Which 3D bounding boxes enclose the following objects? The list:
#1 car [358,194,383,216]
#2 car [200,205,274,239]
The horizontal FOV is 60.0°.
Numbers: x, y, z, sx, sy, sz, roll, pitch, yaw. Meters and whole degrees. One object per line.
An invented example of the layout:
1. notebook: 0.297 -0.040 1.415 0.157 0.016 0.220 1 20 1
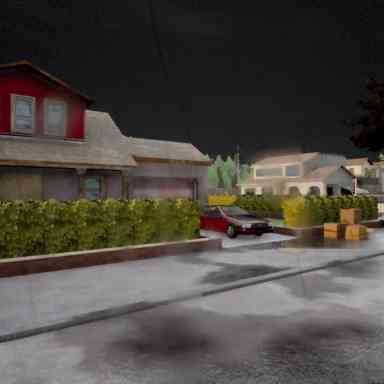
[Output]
1. car: 15.733 1.221 26.730 2.150 2.045 5.566 0 0 -36
2. car: 1.536 1.356 16.530 2.033 1.415 5.357 0 0 -33
